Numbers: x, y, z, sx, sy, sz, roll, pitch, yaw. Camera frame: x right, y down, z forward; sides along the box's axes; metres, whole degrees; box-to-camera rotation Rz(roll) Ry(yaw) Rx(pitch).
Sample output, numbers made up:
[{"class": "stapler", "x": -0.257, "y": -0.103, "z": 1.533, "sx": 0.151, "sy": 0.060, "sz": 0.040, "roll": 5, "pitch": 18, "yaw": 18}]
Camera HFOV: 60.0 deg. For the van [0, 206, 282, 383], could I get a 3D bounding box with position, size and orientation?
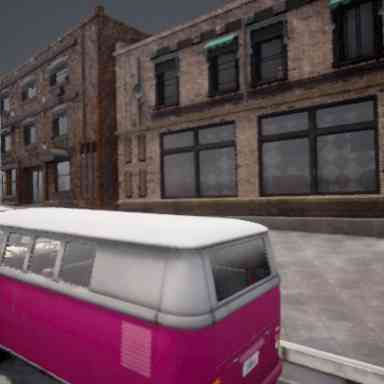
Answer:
[{"class": "van", "x": -1.246, "y": 1.238, "z": 4.211, "sx": 4.442, "sy": 1.987, "sz": 1.878, "roll": 0, "pitch": 0, "yaw": 36}]
